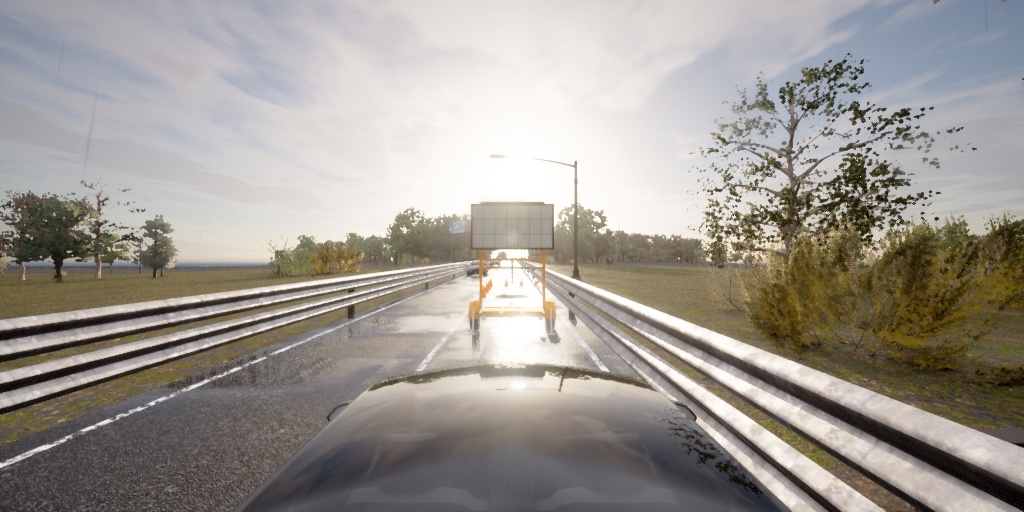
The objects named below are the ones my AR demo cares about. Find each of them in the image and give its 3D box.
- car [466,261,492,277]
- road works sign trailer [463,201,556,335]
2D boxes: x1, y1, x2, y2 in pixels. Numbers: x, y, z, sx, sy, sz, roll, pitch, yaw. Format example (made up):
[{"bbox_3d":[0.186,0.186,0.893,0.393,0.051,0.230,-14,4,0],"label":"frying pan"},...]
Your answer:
[{"bbox_3d":[-3.339,1.267,35.295,1.837,1.490,4.892,0,0,0],"label":"car"},{"bbox_3d":[0.014,0.218,10.505,2.380,3.560,2.880,0,0,0],"label":"road works sign trailer"}]
